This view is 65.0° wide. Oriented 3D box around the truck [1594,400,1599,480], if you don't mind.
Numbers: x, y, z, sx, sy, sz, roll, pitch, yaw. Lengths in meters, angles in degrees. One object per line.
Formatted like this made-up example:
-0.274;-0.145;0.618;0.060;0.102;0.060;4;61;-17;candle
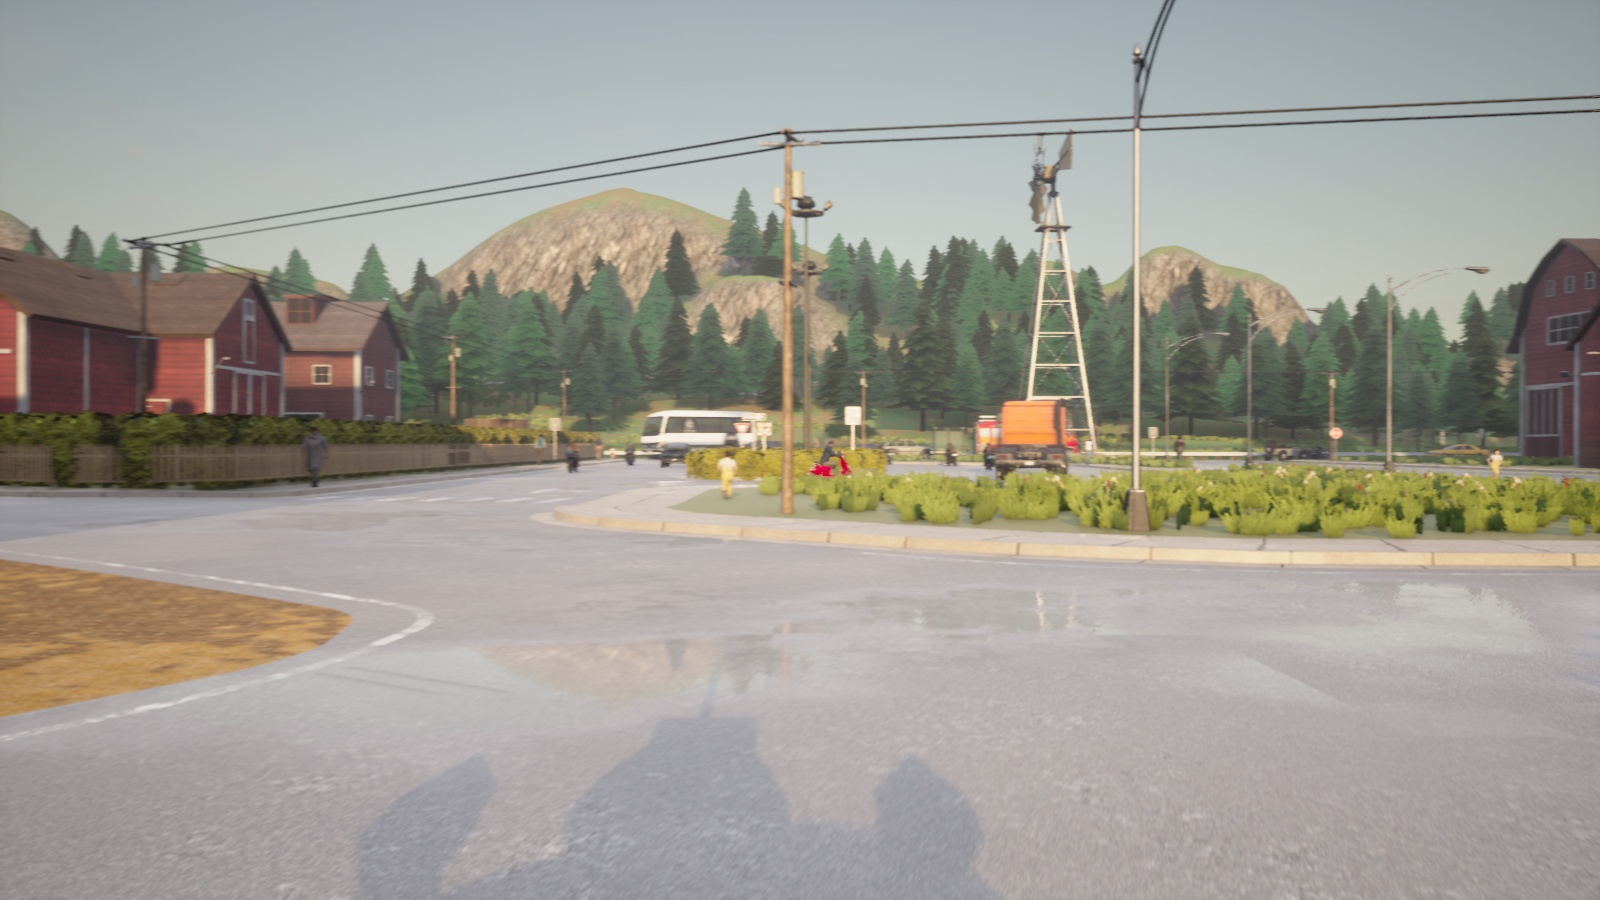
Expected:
35.812;-0.406;50.280;2.891;3.462;7.936;0;0;-1;truck

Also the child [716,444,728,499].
-1.843;0.502;29.573;0.270;1.263;0.437;0;0;-6;child

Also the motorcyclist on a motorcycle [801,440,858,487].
1.024;0.456;43.440;1.817;1.590;0.866;0;0;-14;motorcyclist on a motorcycle

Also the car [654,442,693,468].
-7.599;0.296;75.825;1.837;1.490;4.892;0;0;0;car

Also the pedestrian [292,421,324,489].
-14.368;0.147;36.670;0.659;1.952;0.873;0;0;-7;pedestrian

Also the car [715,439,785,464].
-3.462;0.095;87.814;4.553;1.767;2.097;0;0;10;car

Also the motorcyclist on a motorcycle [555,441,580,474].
-11.106;0.352;60.055;0.797;1.523;2.044;0;0;0;motorcyclist on a motorcycle

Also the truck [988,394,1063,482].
9.740;-0.509;53.722;2.891;3.462;7.936;0;0;11;truck

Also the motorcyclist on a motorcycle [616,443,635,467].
-11.097;0.292;79.916;0.866;1.530;2.191;0;0;0;motorcyclist on a motorcycle

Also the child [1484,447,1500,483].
24.022;0.511;43.594;0.270;1.263;0.437;0;0;-2;child

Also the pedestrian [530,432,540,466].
-15.052;-0.052;71.302;0.396;1.930;0.692;0;0;-1;pedestrian
